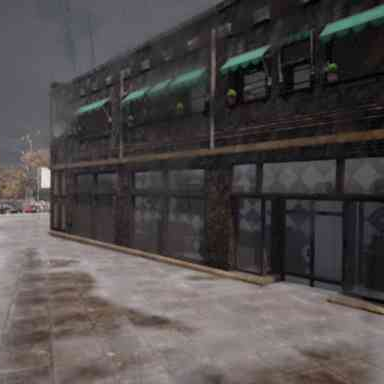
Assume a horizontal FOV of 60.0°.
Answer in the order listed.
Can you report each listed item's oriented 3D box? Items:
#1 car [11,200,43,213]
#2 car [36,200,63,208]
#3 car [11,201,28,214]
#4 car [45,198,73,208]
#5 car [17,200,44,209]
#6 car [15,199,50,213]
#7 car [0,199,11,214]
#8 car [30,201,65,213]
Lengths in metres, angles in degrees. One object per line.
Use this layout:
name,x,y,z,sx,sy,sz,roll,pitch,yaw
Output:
car,-24.267,2.345,46.990,4.792,1.488,2.163,1,-2,16
car,-30.825,2.658,72.033,5.366,1.575,1.946,1,-1,16
car,-24.982,2.246,44.297,4.792,1.488,2.163,1,-2,16
car,-29.845,2.450,74.652,5.566,2.045,2.435,1,-1,16
car,-32.252,2.457,66.522,4.553,1.767,2.185,1,-1,16
car,-23.495,2.282,49.672,4.553,1.767,2.185,1,-2,16
car,-25.747,1.982,41.625,4.553,1.767,2.185,1,-2,16
car,-22.726,2.364,52.343,4.553,1.767,2.185,1,-1,16
